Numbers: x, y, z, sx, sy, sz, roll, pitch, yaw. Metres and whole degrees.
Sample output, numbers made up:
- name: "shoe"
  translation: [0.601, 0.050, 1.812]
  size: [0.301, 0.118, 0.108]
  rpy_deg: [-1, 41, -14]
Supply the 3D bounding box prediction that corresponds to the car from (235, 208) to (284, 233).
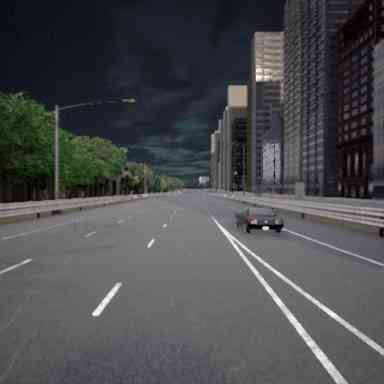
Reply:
- name: "car"
  translation: [3.642, 1.524, 18.866]
  size: [1.895, 1.301, 4.718]
  rpy_deg: [0, 0, -2]
